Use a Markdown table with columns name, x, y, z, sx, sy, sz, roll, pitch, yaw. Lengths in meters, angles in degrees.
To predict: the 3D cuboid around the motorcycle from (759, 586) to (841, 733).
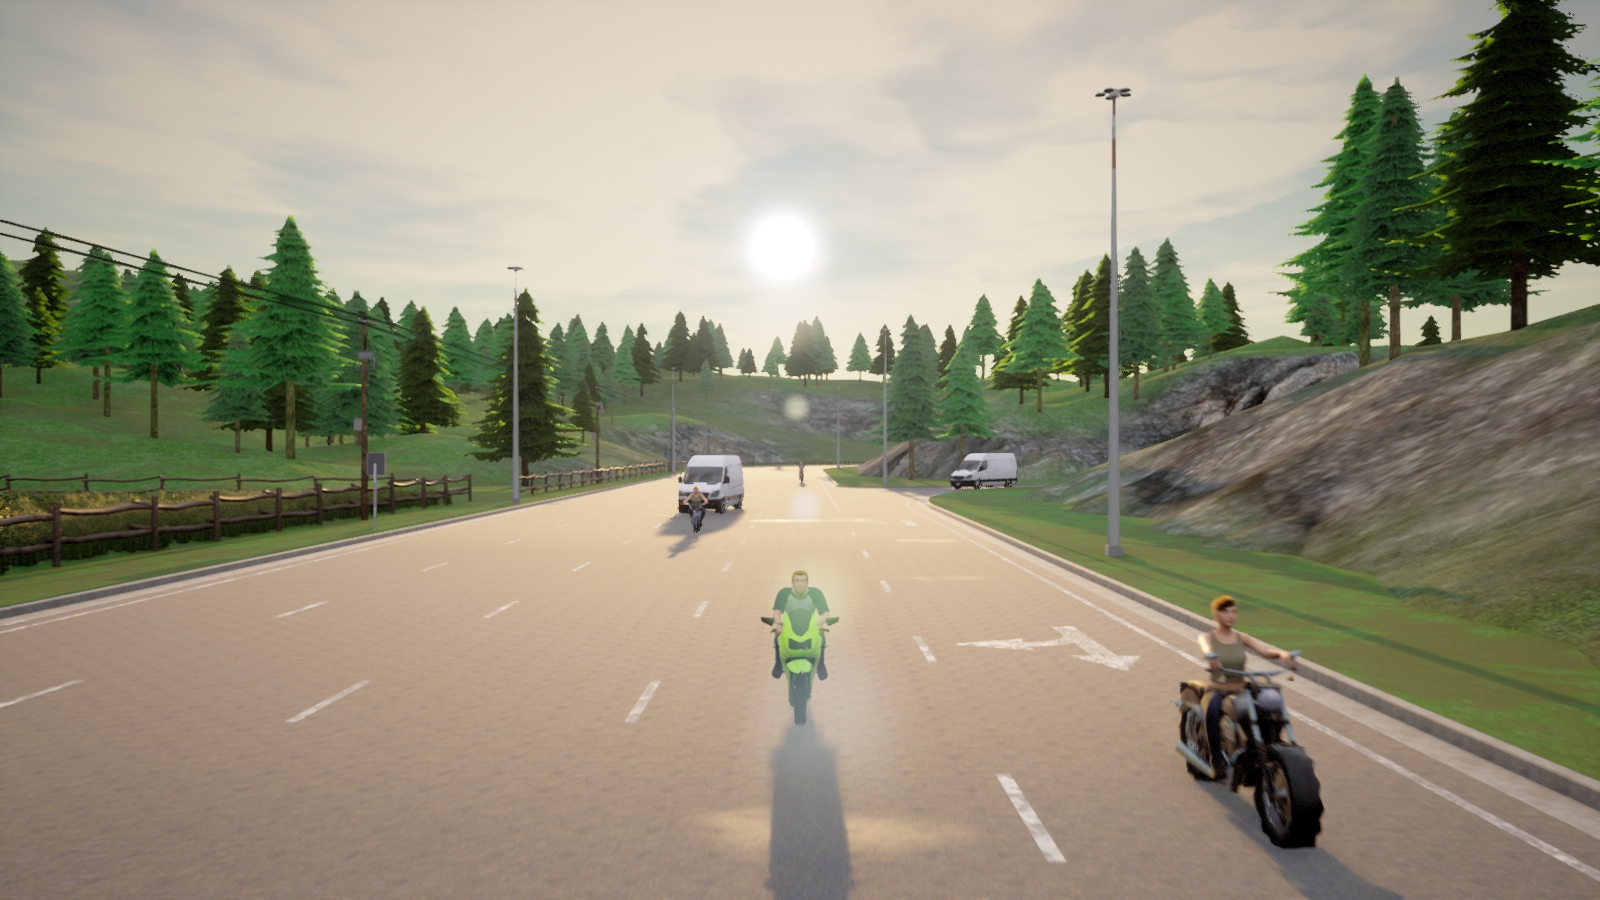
| name | x | y | z | sx | sy | sz | roll | pitch | yaw |
| --- | --- | --- | --- | --- | --- | --- | --- | --- | --- |
| motorcycle | 0.003 | 2.181 | 12.267 | 0.803 | 1.199 | 2.033 | 0 | 0 | 0 |

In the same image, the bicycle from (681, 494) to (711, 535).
| name | x | y | z | sx | sy | sz | roll | pitch | yaw |
| --- | --- | --- | --- | --- | --- | --- | --- | --- | --- |
| bicycle | -3.482 | 2.146 | 38.358 | 0.859 | 1.277 | 1.487 | 0 | 0 | 0 |

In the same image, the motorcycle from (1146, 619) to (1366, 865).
| name | x | y | z | sx | sy | sz | roll | pitch | yaw |
| --- | --- | --- | --- | --- | --- | --- | --- | --- | --- |
| motorcycle | 3.446 | 2.151 | 8.911 | 0.764 | 1.307 | 2.356 | 0 | 0 | 0 |

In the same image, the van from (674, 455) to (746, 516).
| name | x | y | z | sx | sy | sz | roll | pitch | yaw |
| --- | --- | --- | --- | --- | --- | --- | --- | --- | --- |
| van | -3.999 | 1.519 | 51.790 | 1.988 | 2.561 | 5.915 | 0 | 0 | 8 |
